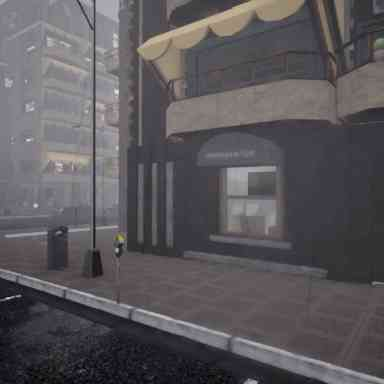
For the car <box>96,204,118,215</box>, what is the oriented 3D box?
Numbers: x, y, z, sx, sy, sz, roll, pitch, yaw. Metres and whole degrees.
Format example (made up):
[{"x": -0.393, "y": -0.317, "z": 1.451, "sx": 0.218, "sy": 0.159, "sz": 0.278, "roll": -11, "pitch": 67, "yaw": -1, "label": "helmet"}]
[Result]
[{"x": -9.482, "y": 2.063, "z": 39.967, "sx": 1.802, "sy": 1.307, "sz": 4.206, "roll": -1, "pitch": -1, "yaw": 35, "label": "car"}]

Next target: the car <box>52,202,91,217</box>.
[{"x": -12.770, "y": 1.821, "z": 35.347, "sx": 1.967, "sy": 1.590, "sz": 4.097, "roll": -1, "pitch": -1, "yaw": 35, "label": "car"}]
